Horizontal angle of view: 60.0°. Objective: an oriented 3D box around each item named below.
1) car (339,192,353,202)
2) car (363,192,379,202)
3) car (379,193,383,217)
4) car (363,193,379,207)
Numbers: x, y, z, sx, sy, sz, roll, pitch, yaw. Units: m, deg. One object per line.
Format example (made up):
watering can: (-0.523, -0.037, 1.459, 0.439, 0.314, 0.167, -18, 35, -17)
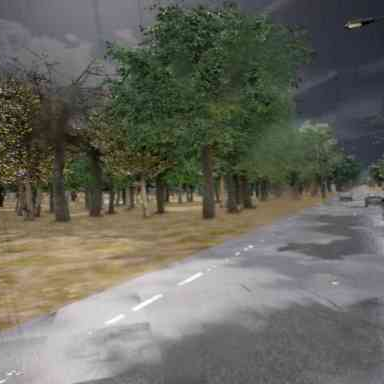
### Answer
car: (25.072, 0.735, 54.167, 1.882, 1.535, 5.008, -3, 0, 27)
car: (26.924, 0.759, 50.096, 1.895, 1.301, 4.718, -3, 0, 27)
car: (11.502, 0.857, 17.665, 2.150, 2.045, 5.566, -3, 0, 27)
car: (20.721, 0.854, 37.895, 2.128, 1.511, 4.902, -3, 0, 28)
